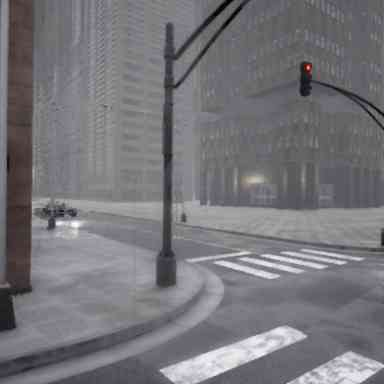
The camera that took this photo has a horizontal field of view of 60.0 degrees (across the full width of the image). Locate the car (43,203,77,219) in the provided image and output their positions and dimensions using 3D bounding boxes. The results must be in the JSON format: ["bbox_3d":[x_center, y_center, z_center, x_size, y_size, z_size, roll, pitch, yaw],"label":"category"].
[{"bbox_3d":[-11.835,1.632,29.712,1.895,1.301,4.718,1,0,-36],"label":"car"}]
